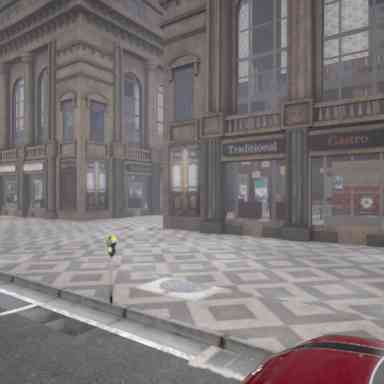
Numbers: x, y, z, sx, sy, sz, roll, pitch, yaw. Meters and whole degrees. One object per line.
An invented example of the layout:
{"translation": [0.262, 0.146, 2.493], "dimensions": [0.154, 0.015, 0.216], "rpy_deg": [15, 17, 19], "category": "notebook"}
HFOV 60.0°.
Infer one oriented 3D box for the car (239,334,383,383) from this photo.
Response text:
{"translation": [1.982, 1.440, 1.542], "dimensions": [4.097, 1.590, 1.967], "rpy_deg": [0, 0, 36], "category": "car"}
